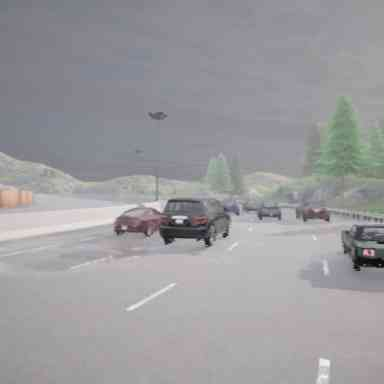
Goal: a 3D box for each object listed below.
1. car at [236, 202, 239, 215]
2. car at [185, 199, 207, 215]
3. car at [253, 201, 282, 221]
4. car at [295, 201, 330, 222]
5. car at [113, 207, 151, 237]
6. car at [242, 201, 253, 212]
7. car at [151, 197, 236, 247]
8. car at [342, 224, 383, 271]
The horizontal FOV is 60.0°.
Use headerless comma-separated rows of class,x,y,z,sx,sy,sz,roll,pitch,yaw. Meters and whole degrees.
car,3.972,1.517,36.116,2.097,1.767,4.553,1,0,4
car,0.537,1.625,36.913,2.128,1.511,4.902,1,0,3
car,6.871,1.663,29.737,2.128,1.511,4.902,1,0,8
car,10.229,1.552,28.475,2.097,1.767,4.553,1,0,8
car,-2.587,1.562,18.208,1.812,1.442,4.674,1,0,17
car,7.526,1.786,42.024,1.994,1.385,4.181,1,0,0
car,0.353,1.279,15.709,2.150,2.045,5.566,1,0,18
car,6.079,1.698,10.901,1.895,1.301,4.718,1,0,19
